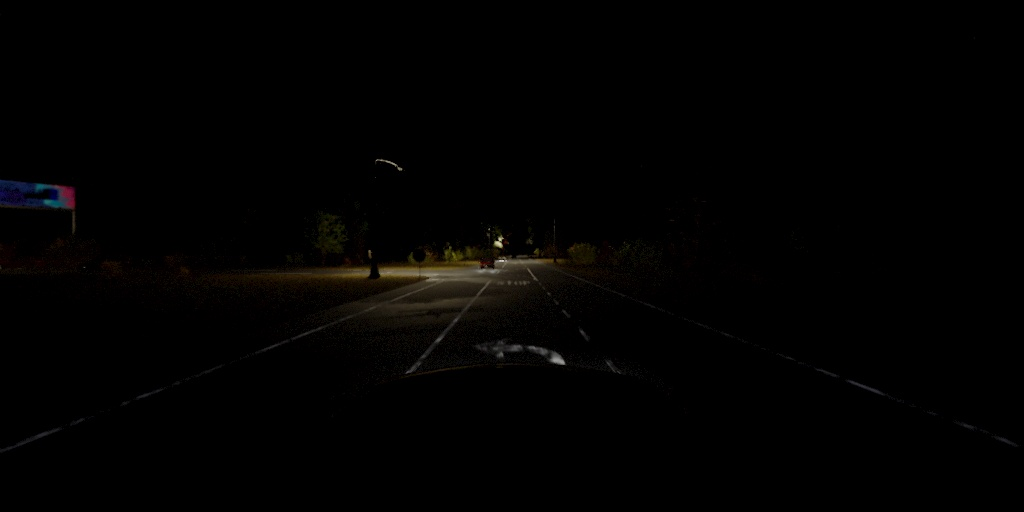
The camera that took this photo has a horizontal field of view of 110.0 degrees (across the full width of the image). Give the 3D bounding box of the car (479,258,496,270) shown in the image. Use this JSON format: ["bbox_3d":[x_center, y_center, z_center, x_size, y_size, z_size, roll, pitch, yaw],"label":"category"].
[{"bbox_3d":[-3.175,1.007,46.939,1.812,1.442,4.674,0,0,1],"label":"car"}]
